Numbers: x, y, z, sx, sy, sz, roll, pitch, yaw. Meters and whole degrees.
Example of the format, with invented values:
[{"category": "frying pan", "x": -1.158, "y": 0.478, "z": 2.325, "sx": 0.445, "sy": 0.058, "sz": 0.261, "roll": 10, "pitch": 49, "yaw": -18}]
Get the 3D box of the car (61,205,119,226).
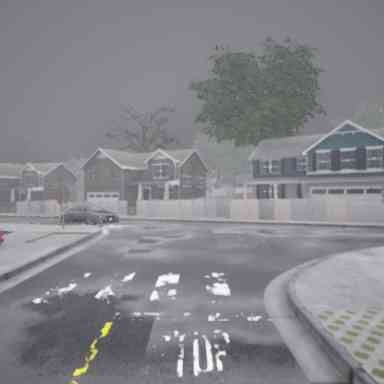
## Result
[{"category": "car", "x": -6.897, "y": 1.572, "z": 22.405, "sx": 4.181, "sy": 1.385, "sz": 1.994, "roll": -1, "pitch": -1, "yaw": 33}]
